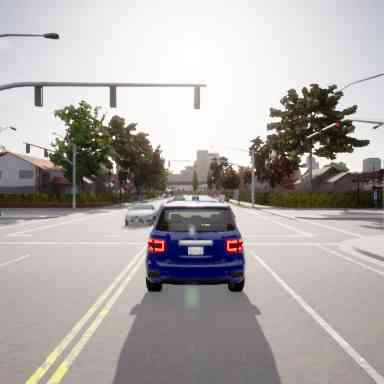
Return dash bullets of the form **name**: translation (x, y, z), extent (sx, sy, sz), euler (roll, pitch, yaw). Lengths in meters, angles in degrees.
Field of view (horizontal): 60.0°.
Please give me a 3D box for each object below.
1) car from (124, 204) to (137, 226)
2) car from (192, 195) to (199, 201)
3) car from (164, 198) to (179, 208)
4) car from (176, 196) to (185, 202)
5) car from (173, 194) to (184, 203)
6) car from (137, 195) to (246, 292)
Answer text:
- **car**: translation (-3.503, 1.525, 23.622), extent (1.812, 1.442, 4.674), euler (0, 0, 1)
- **car**: translation (0.961, 1.478, 88.056), extent (1.882, 1.535, 5.008), euler (0, 0, 0)
- **car**: translation (-2.870, 1.601, 47.855), extent (1.895, 1.301, 4.718), euler (0, 0, -1)
- **car**: translation (-2.612, 1.552, 77.257), extent (1.994, 1.385, 4.181), euler (0, 0, 0)
- **car**: translation (-2.708, 1.351, 67.221), extent (2.097, 1.767, 4.553), euler (0, 0, 1)
- **car**: translation (0.074, 1.222, 9.098), extent (2.150, 2.045, 5.566), euler (0, 0, 0)
